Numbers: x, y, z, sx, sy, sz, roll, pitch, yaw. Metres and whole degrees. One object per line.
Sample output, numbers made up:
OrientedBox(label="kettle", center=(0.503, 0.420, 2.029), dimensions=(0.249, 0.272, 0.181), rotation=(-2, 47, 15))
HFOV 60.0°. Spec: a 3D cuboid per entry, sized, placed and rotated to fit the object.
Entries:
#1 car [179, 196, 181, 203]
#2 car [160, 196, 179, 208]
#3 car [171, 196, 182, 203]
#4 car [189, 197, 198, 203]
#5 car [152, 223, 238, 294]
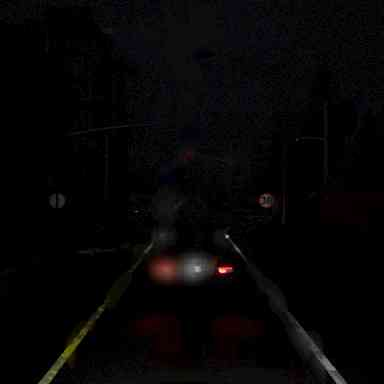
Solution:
OrientedBox(label="car", center=(-3.444, 1.600, 58.274), dimensions=(1.895, 1.301, 4.718), rotation=(0, 0, 0))
OrientedBox(label="car", center=(-3.483, 1.492, 48.339), dimensions=(2.128, 1.511, 4.902), rotation=(0, 0, 0))
OrientedBox(label="car", center=(-3.333, 1.531, 71.656), dimensions=(2.033, 1.411, 5.357), rotation=(0, 0, 0))
OrientedBox(label="car", center=(0.262, 1.601, 69.680), dimensions=(1.895, 1.301, 4.718), rotation=(0, 0, 0))
OrientedBox(label="car", center=(0.080, 1.547, 8.908), dimensions=(2.033, 1.411, 5.357), rotation=(0, 0, 0))
